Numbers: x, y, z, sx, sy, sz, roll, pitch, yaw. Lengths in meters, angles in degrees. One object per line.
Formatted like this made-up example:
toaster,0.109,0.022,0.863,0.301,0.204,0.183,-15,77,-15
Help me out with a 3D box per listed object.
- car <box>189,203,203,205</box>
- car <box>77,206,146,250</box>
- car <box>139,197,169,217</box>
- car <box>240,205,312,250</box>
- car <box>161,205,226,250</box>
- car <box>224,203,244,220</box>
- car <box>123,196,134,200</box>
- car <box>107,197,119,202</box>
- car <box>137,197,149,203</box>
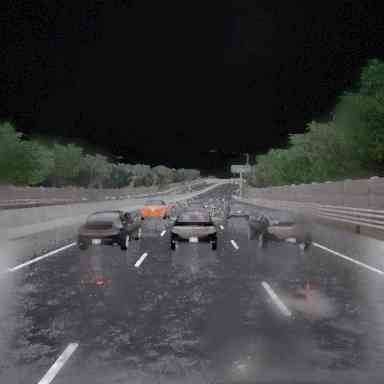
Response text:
car,0.373,1.662,29.233,1.994,1.385,4.181,0,0,1
car,-3.407,1.537,14.387,1.837,1.490,4.892,0,0,1
car,-3.127,1.454,29.291,2.097,1.767,4.553,0,0,1
car,3.592,1.517,14.300,2.128,1.511,4.902,0,0,1
car,0.092,1.516,14.343,2.128,1.511,4.902,0,0,1
car,3.872,1.654,29.145,2.033,1.411,5.357,0,0,1
car,-14.922,1.802,78.025,2.128,1.511,4.902,0,0,4
car,-18.414,1.798,78.263,1.812,1.442,4.674,0,0,4
car,-11.432,1.875,77.756,1.895,1.301,4.718,0,0,4
